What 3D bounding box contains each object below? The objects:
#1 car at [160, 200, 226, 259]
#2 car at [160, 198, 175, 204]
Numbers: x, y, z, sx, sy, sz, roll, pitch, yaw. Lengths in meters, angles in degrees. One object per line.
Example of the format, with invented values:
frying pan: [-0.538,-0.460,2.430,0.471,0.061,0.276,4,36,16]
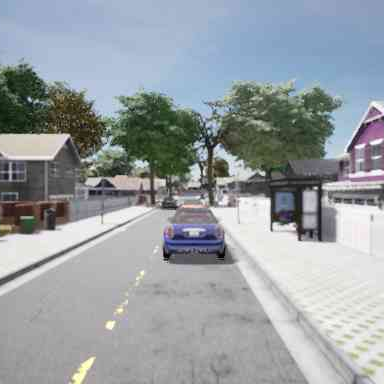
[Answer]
car: [0.078,1.349,12.734,2.097,1.767,4.553,0,0,0]
car: [-2.854,1.467,41.590,1.882,1.535,5.008,0,0,0]
